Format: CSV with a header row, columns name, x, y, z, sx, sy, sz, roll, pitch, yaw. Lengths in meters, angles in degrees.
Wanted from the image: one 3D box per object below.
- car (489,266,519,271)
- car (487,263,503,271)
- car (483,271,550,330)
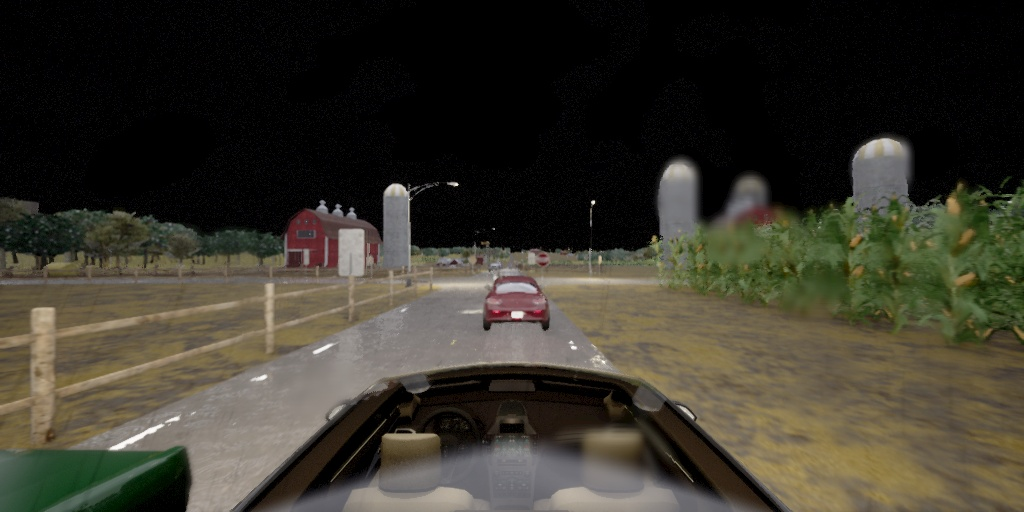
name,x,y,z,sx,sy,sz,roll,pitch,yaw
car,-0.319,1.512,24.020,1.895,1.301,4.718,0,-1,-6
car,-2.834,1.875,58.157,1.812,1.442,4.674,0,-1,0
car,0.096,1.329,11.211,1.812,1.442,4.674,0,-1,-1
